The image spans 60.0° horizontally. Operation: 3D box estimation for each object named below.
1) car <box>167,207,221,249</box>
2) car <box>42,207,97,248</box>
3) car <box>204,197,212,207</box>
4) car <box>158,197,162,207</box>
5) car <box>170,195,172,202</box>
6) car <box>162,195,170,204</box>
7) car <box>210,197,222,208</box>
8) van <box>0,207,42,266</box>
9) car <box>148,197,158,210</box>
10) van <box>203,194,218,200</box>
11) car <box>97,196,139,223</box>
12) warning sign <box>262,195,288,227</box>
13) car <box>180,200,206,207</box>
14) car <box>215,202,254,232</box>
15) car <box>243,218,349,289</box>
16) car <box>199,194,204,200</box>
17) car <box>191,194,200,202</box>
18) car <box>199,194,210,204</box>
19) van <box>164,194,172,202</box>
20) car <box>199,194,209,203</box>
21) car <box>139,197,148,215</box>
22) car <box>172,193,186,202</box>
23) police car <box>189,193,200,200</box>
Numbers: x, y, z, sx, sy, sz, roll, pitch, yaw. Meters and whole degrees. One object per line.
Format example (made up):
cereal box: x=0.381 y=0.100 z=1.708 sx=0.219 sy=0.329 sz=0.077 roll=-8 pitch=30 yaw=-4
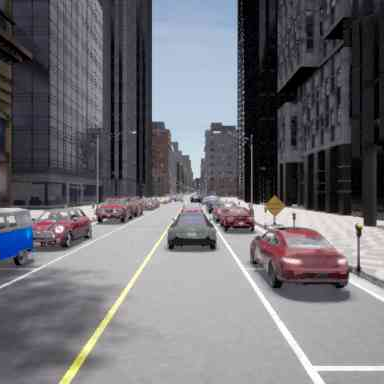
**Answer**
car: x=0.000 y=1.585 z=14.651 sx=1.994 sy=1.385 sz=4.181 roll=0 pitch=0 yaw=0
car: x=-5.858 y=1.451 z=14.570 sx=1.967 sy=1.590 sz=4.097 roll=0 pitch=0 yaw=0
car: x=2.667 y=1.604 z=37.114 sx=1.947 sy=1.339 sz=4.313 roll=0 pitch=0 yaw=0
car: x=-5.859 y=1.503 z=48.407 sx=1.967 sy=1.590 sz=4.097 roll=0 pitch=0 yaw=0
car: x=-5.860 y=1.680 z=76.436 sx=1.752 sy=1.417 sz=4.829 roll=0 pitch=0 yaw=0
car: x=-5.867 y=1.642 z=65.123 sx=1.752 sy=1.417 sz=4.829 roll=0 pitch=0 yaw=1
car: x=2.667 y=1.464 z=25.836 sx=1.967 sy=1.590 sz=4.097 roll=0 pitch=0 yaw=0
van: x=-5.858 y=1.346 z=8.931 sx=1.690 sy=1.788 sz=3.998 roll=0 pitch=0 yaw=0
car: x=-5.859 y=1.489 z=42.768 sx=1.967 sy=1.590 sz=4.097 roll=0 pitch=0 yaw=0
van: x=2.666 y=1.391 z=42.753 sx=1.690 sy=1.788 sz=3.998 roll=0 pitch=0 yaw=0
car: x=-5.858 y=1.338 z=25.850 sx=2.192 sy=1.841 sz=5.009 roll=0 pitch=0 yaw=0
warning sign: x=5.067 y=1.133 z=20.410 sx=1.300 sy=1.860 sz=1.060 roll=0 pitch=0 yaw=0
car: x=0.000 y=1.645 z=29.681 sx=1.895 sy=1.301 sz=4.718 roll=0 pitch=0 yaw=0
car: x=2.667 y=1.562 z=20.197 sx=1.887 sy=1.381 sz=4.507 roll=0 pitch=0 yaw=0
car: x=2.667 y=1.587 z=8.918 sx=1.802 sy=1.307 sz=4.206 roll=0 pitch=0 yaw=0
car: x=2.667 y=1.625 z=59.877 sx=1.752 sy=1.417 sz=4.829 roll=0 pitch=0 yaw=1
car: x=0.900 y=1.532 z=86.380 sx=2.097 sy=1.767 sz=4.553 roll=0 pitch=0 yaw=0
car: x=2.666 y=1.453 z=70.946 sx=2.192 sy=1.841 sz=5.009 roll=0 pitch=0 yaw=0
van: x=-5.860 y=1.513 z=82.248 sx=1.690 sy=1.788 sz=3.998 roll=0 pitch=0 yaw=0
car: x=2.666 y=1.471 z=76.586 sx=2.192 sy=1.841 sz=5.009 roll=0 pitch=0 yaw=0
car: x=-5.858 y=1.345 z=31.489 sx=2.192 sy=1.841 sz=5.009 roll=0 pitch=0 yaw=0
car: x=-3.000 y=1.632 z=75.933 sx=1.812 sy=1.442 sz=4.674 roll=0 pitch=0 yaw=0
police car: x=0.757 y=1.559 z=70.536 sx=1.930 sy=1.638 sz=5.238 roll=-1 pitch=0 yaw=1
